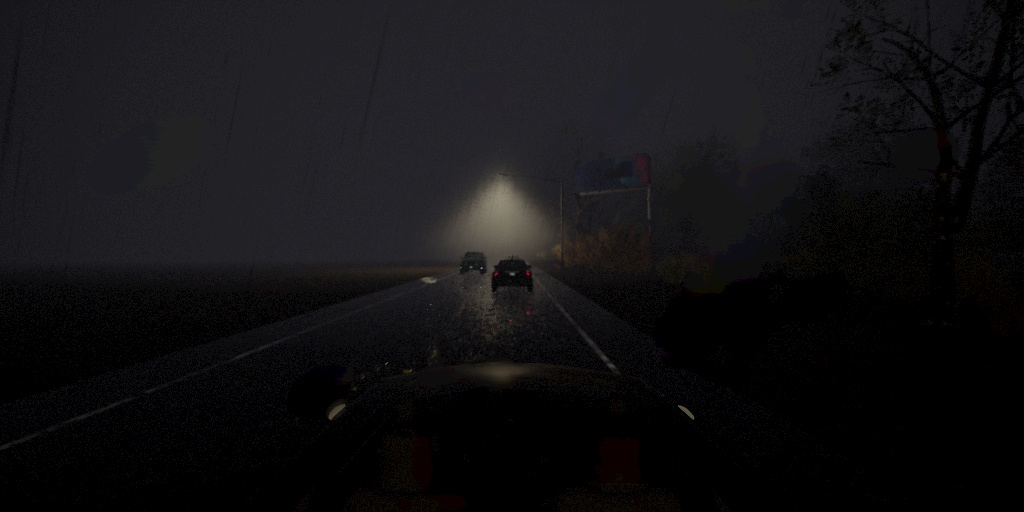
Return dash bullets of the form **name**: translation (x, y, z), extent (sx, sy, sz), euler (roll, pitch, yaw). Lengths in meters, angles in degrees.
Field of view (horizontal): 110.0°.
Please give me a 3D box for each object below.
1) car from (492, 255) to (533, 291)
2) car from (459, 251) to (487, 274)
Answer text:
- **car**: translation (0.028, 0.882, 19.858), extent (2.097, 1.767, 4.553), euler (0, 1, 0)
- **car**: translation (-3.518, 0.581, 33.625), extent (2.150, 2.045, 5.566), euler (0, 1, 0)
